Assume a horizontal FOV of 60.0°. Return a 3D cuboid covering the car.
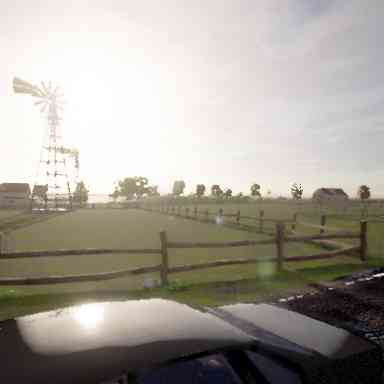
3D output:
[{"bbox_3d":[-0.788,1.551,2.019,5.357,1.411,2.033,1,0,-36],"label":"car"}]
